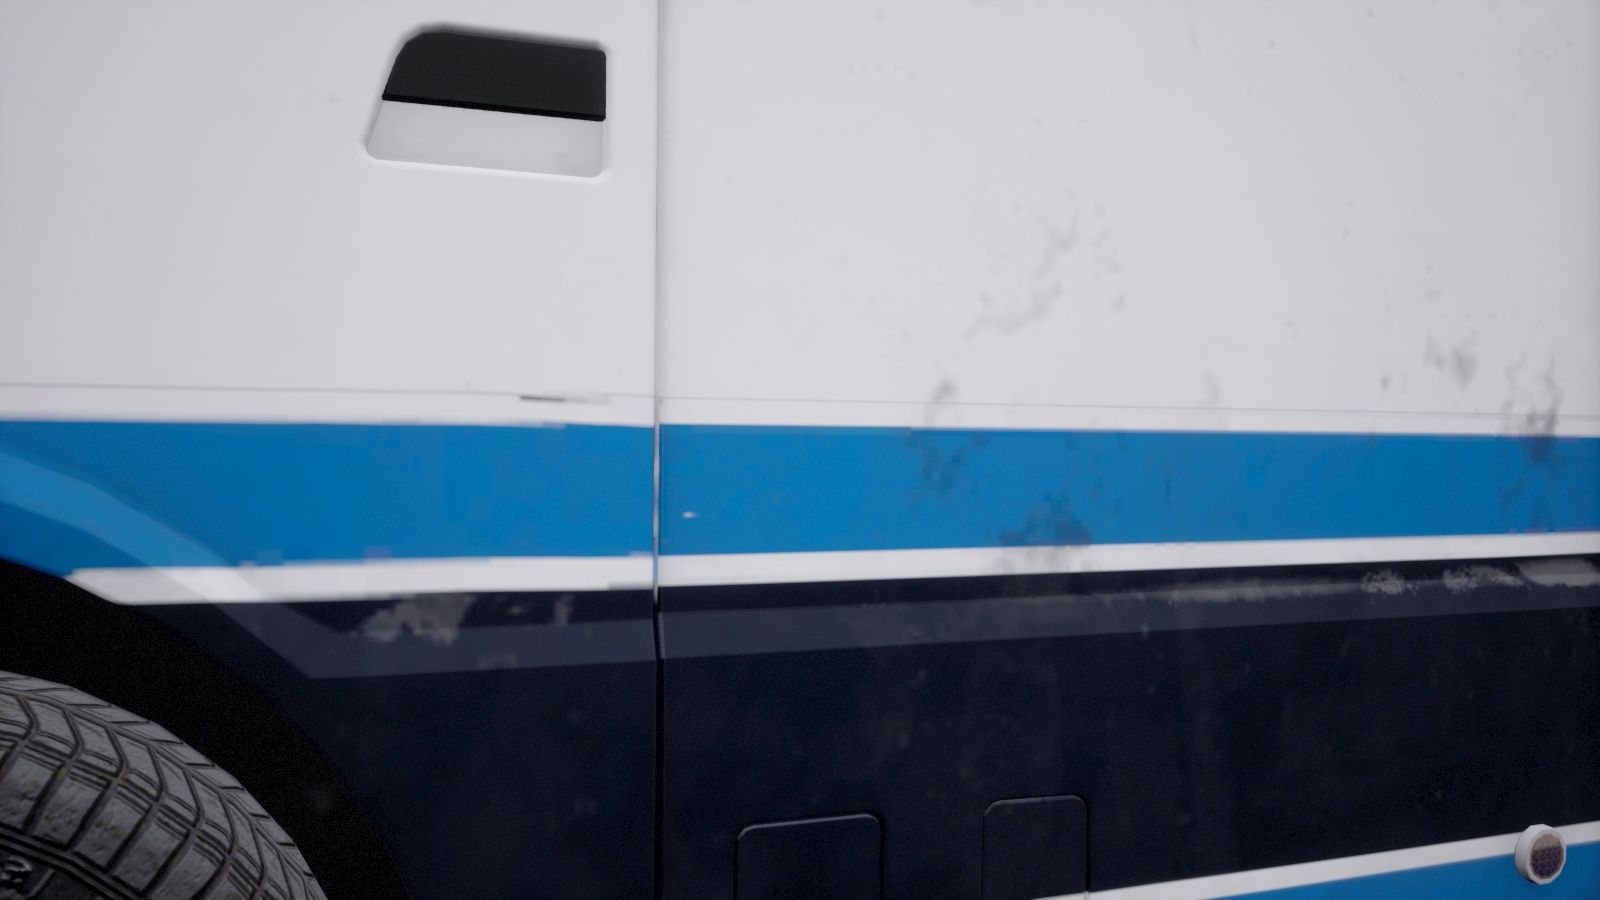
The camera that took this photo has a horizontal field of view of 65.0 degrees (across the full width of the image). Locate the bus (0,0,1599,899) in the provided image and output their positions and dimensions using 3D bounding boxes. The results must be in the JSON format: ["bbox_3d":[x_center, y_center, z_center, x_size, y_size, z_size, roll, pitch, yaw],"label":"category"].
[{"bbox_3d":[1.219,-0.652,3.684,10.273,4.253,3.944,-1,1,-21],"label":"bus"}]
